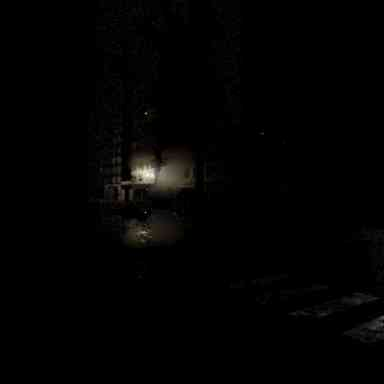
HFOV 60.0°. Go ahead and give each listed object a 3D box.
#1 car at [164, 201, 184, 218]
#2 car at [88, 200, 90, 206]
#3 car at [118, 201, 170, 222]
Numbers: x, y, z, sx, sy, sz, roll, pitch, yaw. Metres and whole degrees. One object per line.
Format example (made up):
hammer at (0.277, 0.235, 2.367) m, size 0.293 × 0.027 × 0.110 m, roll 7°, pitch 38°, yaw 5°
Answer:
car at (-2.841, 1.511, 29.605) m, size 2.033 × 1.411 × 5.357 m, roll 1°, pitch 0°, yaw -35°
car at (-16.923, 1.317, 49.825) m, size 2.033 × 1.411 × 5.357 m, roll 1°, pitch 0°, yaw -35°
car at (-3.885, 1.517, 25.436) m, size 1.895 × 1.301 × 4.718 m, roll 1°, pitch 0°, yaw -35°
